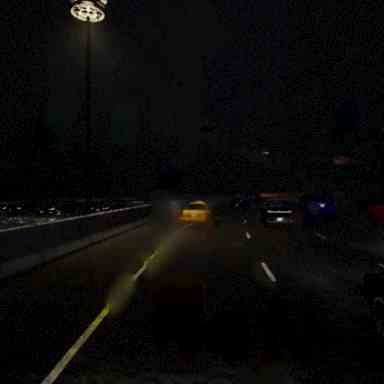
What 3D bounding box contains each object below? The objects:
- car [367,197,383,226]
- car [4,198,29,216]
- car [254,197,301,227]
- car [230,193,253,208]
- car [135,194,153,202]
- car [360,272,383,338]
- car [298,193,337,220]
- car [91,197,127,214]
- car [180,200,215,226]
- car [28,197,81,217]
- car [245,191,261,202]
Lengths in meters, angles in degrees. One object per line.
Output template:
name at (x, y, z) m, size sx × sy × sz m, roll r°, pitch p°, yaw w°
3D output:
car at (12.108, 1.110, 19.116) m, size 2.150 × 2.045 × 5.566 m, roll 0°, pitch 0°, yaw 8°
car at (-14.635, 1.276, 29.962) m, size 1.837 × 1.490 × 4.892 m, roll 0°, pitch 0°, yaw 11°
car at (5.429, 1.352, 21.644) m, size 2.128 × 1.511 × 4.902 m, roll 0°, pitch 0°, yaw 8°
car at (6.069, 1.229, 41.717) m, size 1.837 × 1.490 × 4.892 m, roll 0°, pitch 0°, yaw 18°
car at (-8.960, 1.136, 62.637) m, size 1.994 × 1.385 × 4.181 m, roll 0°, pitch 1°, yaw 21°
car at (3.727, 1.582, 3.502) m, size 1.895 × 1.301 × 4.718 m, roll 0°, pitch 0°, yaw 2°
car at (9.730, 1.058, 26.193) m, size 2.150 × 2.045 × 5.566 m, roll 0°, pitch 0°, yaw 10°
car at (-7.460, 1.286, 30.262) m, size 1.837 × 1.490 × 4.892 m, roll 0°, pitch 0°, yaw 11°
car at (0.475, 1.307, 21.791) m, size 1.801 × 1.575 × 5.366 m, roll 0°, pitch 0°, yaw 8°
car at (-11.359, 1.292, 28.465) m, size 1.837 × 1.490 × 4.892 m, roll 0°, pitch 0°, yaw 11°
car at (9.531, 0.878, 52.468) m, size 2.150 × 2.045 × 5.566 m, roll 0°, pitch 0°, yaw 21°
